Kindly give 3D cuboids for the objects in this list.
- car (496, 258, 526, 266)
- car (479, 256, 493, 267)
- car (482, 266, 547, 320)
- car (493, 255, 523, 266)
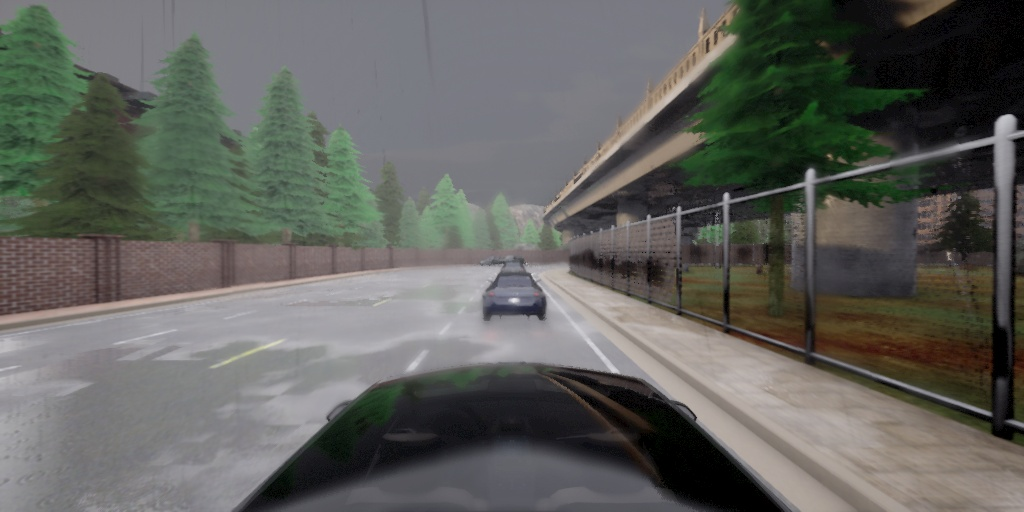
[{"bbox_3d":[0.103,1.072,27.386,1.994,1.385,4.181,0,1,1],"label":"car"},{"bbox_3d":[-2.829,0.759,52.664,2.128,1.511,4.902,0,1,37],"label":"car"},{"bbox_3d":[0.082,1.215,12.211,1.994,1.385,4.181,0,1,0],"label":"car"},{"bbox_3d":[-0.087,0.641,50.458,2.097,1.767,4.553,1,1,38],"label":"car"}]
